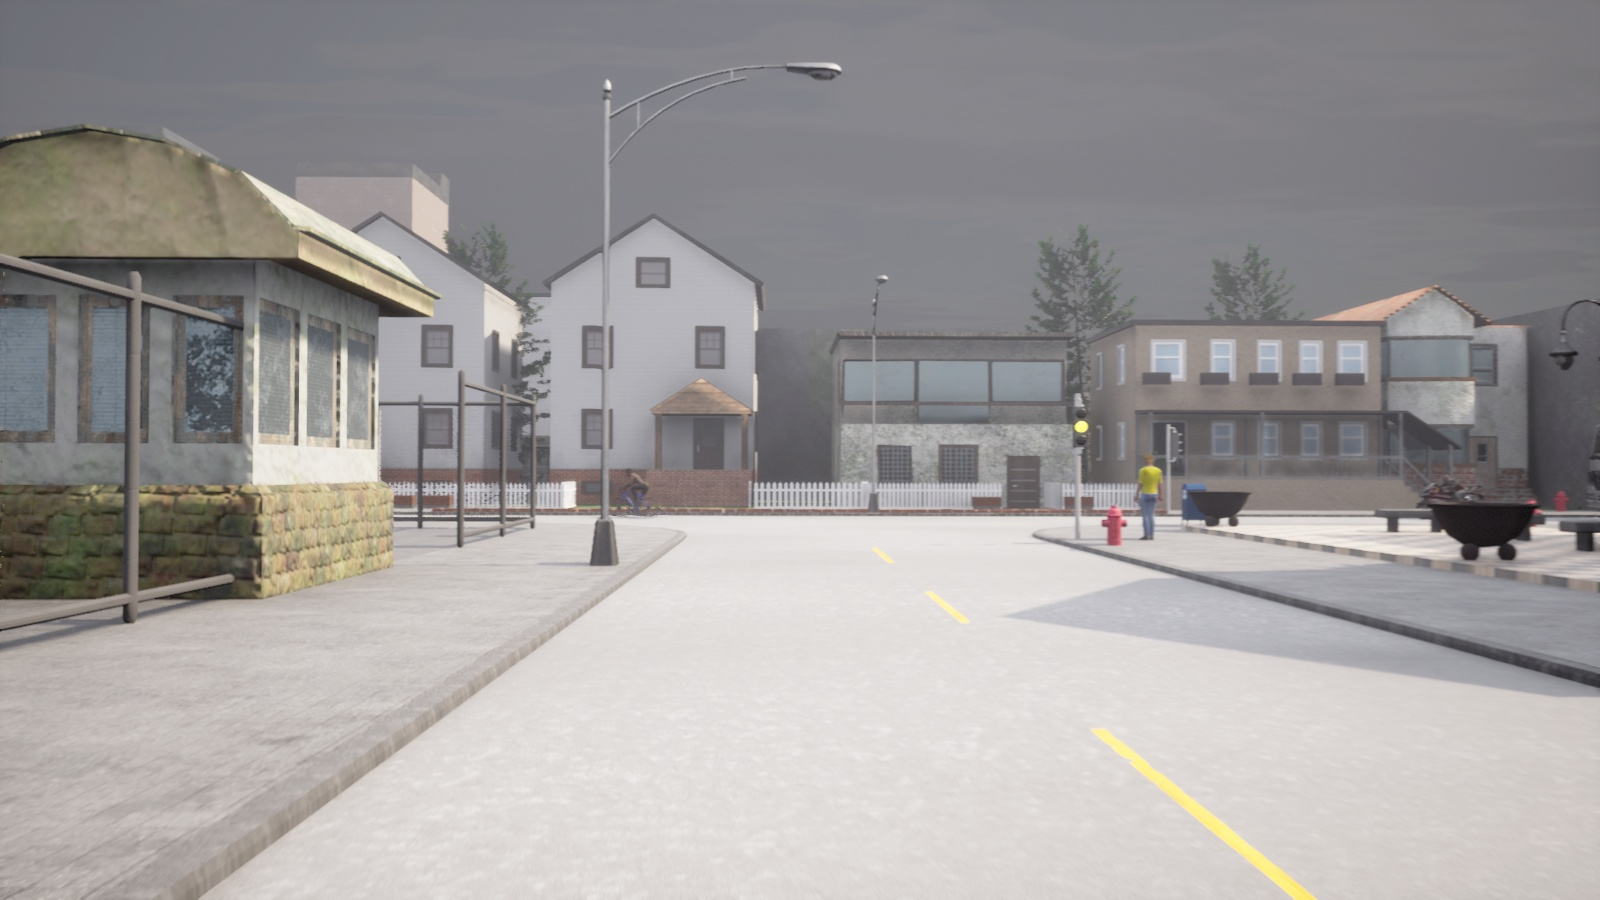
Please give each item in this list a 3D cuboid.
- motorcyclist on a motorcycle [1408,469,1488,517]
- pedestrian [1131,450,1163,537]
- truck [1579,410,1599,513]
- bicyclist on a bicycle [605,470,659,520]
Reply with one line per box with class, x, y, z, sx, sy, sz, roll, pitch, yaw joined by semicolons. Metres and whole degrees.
motorcyclist on a motorcycle;21.398;1.414;41.496;2.191;1.530;0.866;0;-1;-1
pedestrian;7.375;0.917;26.705;0.354;1.836;0.706;0;-1;-13
truck;30.739;0.351;41.674;7.936;3.462;2.891;0;-1;-1
bicyclist on a bicycle;-5.449;1.458;40.770;1.656;1.620;0.582;-1;0;6
